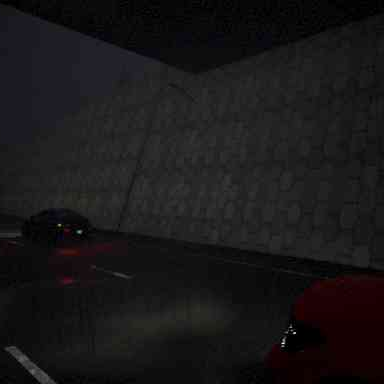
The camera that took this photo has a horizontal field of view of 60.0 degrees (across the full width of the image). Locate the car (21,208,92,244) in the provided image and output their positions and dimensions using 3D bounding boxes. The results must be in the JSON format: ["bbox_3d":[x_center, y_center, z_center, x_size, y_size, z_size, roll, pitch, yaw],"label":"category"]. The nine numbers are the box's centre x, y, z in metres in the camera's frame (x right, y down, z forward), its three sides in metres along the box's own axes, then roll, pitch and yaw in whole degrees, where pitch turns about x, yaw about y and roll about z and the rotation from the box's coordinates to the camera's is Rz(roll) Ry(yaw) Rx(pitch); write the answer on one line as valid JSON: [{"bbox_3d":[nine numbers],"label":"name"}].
[{"bbox_3d":[-6.503,1.513,15.892,4.674,1.442,1.812,0,0,44],"label":"car"}]

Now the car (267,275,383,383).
[{"bbox_3d":[3.194,1.222,1.808,5.566,2.045,2.150,0,0,44],"label":"car"}]
